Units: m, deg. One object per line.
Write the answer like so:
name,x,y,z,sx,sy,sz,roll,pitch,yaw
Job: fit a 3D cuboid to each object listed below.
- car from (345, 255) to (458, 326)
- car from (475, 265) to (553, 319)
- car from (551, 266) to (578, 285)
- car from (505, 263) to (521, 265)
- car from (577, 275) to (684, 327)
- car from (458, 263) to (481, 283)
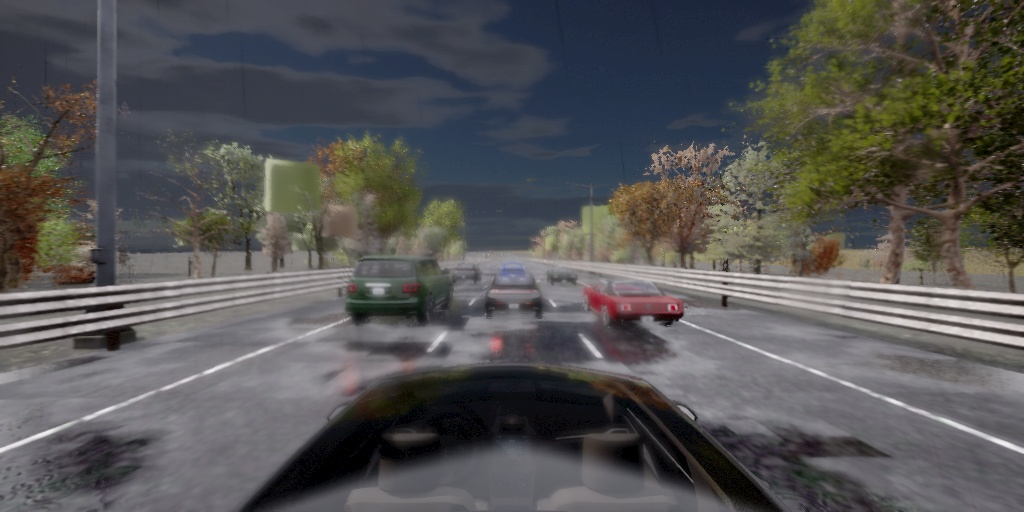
car,-3.430,0.996,11.951,2.150,2.045,5.566,0,0,0
car,0.073,1.266,12.969,2.128,1.511,4.902,0,0,0
car,3.571,1.408,26.557,1.895,1.301,4.718,0,0,0
car,0.085,1.292,29.465,1.882,1.535,5.008,0,0,0
car,3.567,1.372,11.559,1.895,1.301,4.718,0,0,0
car,-3.421,1.302,27.979,2.128,1.511,4.902,0,0,0
